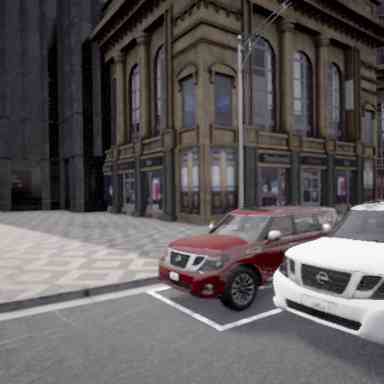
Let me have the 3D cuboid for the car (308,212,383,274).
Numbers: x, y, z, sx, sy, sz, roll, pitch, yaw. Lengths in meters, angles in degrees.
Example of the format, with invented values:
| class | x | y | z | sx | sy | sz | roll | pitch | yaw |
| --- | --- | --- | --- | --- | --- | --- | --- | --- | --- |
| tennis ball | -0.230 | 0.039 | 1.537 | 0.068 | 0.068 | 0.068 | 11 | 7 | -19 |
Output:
| class | x | y | z | sx | sy | sz | roll | pitch | yaw |
| --- | --- | --- | --- | --- | --- | --- | --- | --- | --- |
| car | 6.081 | 1.482 | 11.000 | 4.829 | 1.417 | 1.752 | 0 | -1 | -35 |

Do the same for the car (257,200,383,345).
| class | x | y | z | sx | sy | sz | roll | pitch | yaw |
| --- | --- | --- | --- | --- | --- | --- | --- | --- | --- |
| car | 4.004 | 1.196 | 6.230 | 5.566 | 2.045 | 2.150 | 0 | 0 | -35 |

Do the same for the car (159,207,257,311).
| class | x | y | z | sx | sy | sz | roll | pitch | yaw |
| --- | --- | --- | --- | --- | --- | --- | --- | --- | --- |
| car | 1.706 | 1.293 | 7.883 | 5.009 | 1.841 | 2.192 | 0 | -1 | -35 |
